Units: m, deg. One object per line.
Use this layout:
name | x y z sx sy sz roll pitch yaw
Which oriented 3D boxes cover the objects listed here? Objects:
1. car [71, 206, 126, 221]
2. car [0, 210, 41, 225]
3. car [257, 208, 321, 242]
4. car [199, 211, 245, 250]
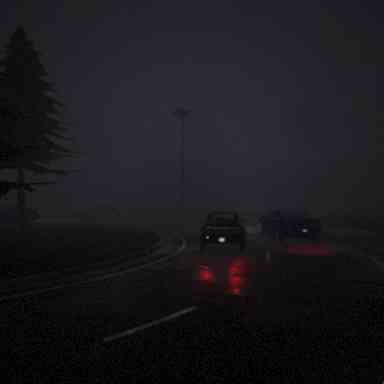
car | -8.715 1.949 30.922 4.718 1.301 1.895 -1 -1 6
car | -14.581 1.848 26.122 4.902 1.511 2.128 0 -1 -22
car | 4.846 1.590 17.263 1.882 1.535 5.008 0 -1 -4
car | 1.377 1.614 15.031 2.128 1.511 4.902 0 0 6
